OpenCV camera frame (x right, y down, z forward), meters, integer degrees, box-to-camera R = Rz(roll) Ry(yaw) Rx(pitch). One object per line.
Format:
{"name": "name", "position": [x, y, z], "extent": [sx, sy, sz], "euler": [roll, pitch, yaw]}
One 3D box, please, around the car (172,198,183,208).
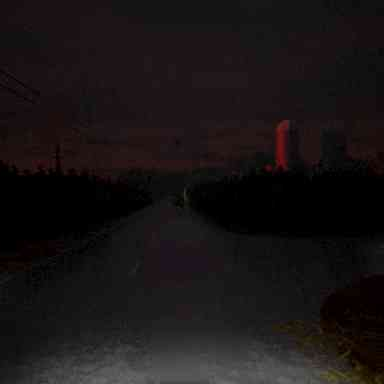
{"name": "car", "position": [-2.457, 1.921, 55.737], "extent": [2.033, 1.411, 5.357], "euler": [0, 0, -4]}

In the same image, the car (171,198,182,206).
{"name": "car", "position": [-3.260, 1.949, 68.155], "extent": [2.128, 1.511, 4.902], "euler": [0, 0, -4]}
